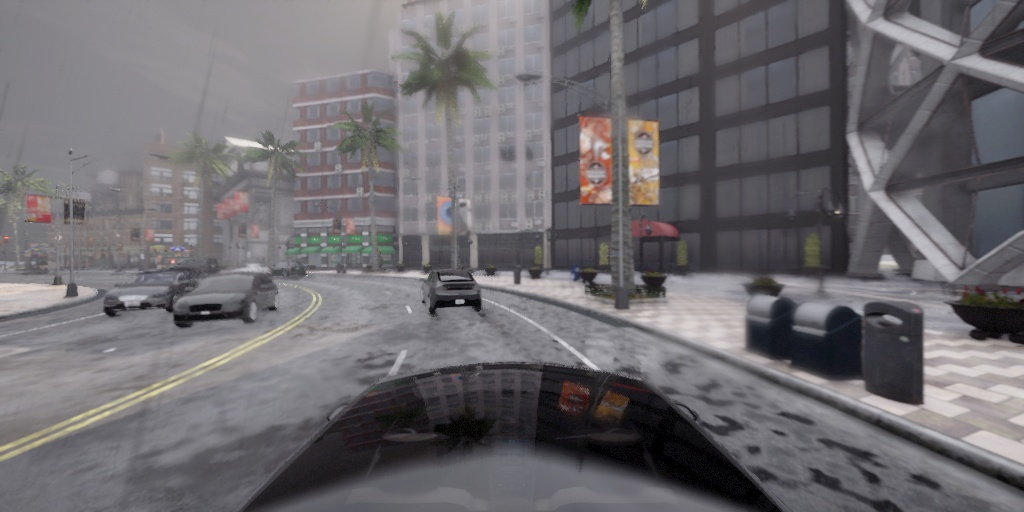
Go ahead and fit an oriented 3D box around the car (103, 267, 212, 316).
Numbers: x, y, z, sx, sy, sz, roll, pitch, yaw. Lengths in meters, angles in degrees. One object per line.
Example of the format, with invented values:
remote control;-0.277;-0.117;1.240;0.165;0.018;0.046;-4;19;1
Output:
car;-14.164;1.385;14.422;2.128;1.511;4.902;-1;0;-29

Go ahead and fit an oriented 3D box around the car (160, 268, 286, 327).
car;-9.417;1.350;12.230;1.837;1.490;4.892;-1;0;-22

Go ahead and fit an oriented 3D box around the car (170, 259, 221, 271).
car;-35.154;1.327;39.797;5.566;2.045;2.150;0;0;15

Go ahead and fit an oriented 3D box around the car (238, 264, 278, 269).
car;-25.777;1.535;35.629;4.674;1.442;1.812;-1;0;30

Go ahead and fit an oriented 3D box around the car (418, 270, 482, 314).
car;-2.509;1.280;14.182;1.837;1.490;4.892;0;0;-19

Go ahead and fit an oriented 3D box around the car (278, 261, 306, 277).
car;-24.451;1.348;38.840;4.553;1.767;2.097;-1;0;30
